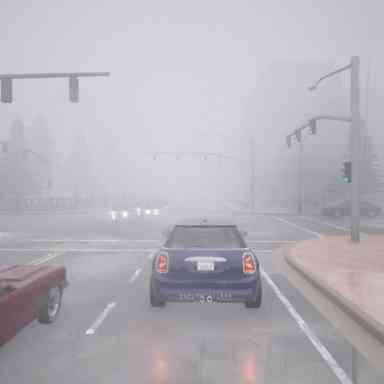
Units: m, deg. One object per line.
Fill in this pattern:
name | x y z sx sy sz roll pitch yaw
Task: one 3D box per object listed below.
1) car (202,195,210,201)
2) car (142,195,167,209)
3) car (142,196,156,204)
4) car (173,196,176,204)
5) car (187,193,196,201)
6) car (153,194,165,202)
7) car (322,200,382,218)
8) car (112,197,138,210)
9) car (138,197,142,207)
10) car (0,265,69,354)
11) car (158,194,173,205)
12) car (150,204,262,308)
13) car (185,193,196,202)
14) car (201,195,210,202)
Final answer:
car | 3.404 1.475 82.324 1.882 1.535 5.008 0 0 2
car | -5.078 1.491 45.797 2.128 1.511 4.902 0 0 2
car | -7.929 1.506 62.121 1.837 1.490 4.892 0 0 3
car | -4.274 1.478 65.454 1.882 1.535 5.008 0 0 3
car | -0.092 1.223 82.486 2.150 2.045 5.566 0 0 2
car | -7.364 1.345 75.407 2.097 1.767 4.553 0 0 2
car | 14.115 1.505 29.515 4.892 1.490 1.837 0 0 4
car | -8.705 1.601 42.530 1.895 1.301 4.718 0 0 2
car | -8.347 1.491 51.835 2.128 1.511 4.902 0 0 2
car | -3.307 1.601 4.216 1.895 1.301 4.718 0 0 2
car | -4.715 1.478 55.156 1.882 1.535 5.008 0 0 2
car | 0.305 1.352 8.090 2.097 1.767 4.553 0 0 2
car | -0.459 1.520 72.755 1.812 1.442 4.674 0 0 2
car | 3.076 1.549 73.619 1.994 1.385 4.181 0 0 2
